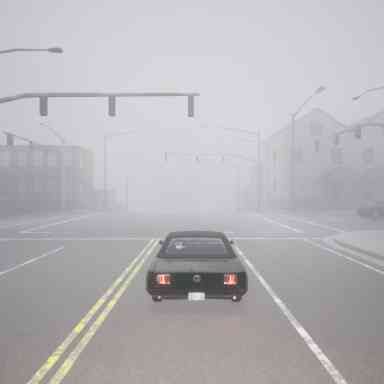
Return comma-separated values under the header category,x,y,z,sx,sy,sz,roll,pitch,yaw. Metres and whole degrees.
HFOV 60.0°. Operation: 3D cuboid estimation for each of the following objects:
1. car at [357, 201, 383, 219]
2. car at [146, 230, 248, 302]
category,x,y,z,sx,sy,sz,roll,pitch,yaw
car,16.674,1.477,28.200,5.008,1.535,1.882,0,0,-1
car,0.106,1.601,8.234,1.895,1.301,4.718,0,0,0
